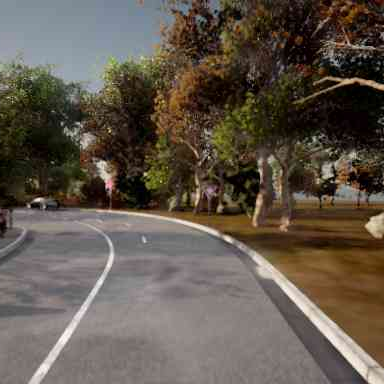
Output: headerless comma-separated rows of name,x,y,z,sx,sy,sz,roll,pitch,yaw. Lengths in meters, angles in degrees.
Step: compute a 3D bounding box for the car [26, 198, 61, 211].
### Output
car,-17.904,1.405,39.950,4.902,1.511,2.128,0,0,31
